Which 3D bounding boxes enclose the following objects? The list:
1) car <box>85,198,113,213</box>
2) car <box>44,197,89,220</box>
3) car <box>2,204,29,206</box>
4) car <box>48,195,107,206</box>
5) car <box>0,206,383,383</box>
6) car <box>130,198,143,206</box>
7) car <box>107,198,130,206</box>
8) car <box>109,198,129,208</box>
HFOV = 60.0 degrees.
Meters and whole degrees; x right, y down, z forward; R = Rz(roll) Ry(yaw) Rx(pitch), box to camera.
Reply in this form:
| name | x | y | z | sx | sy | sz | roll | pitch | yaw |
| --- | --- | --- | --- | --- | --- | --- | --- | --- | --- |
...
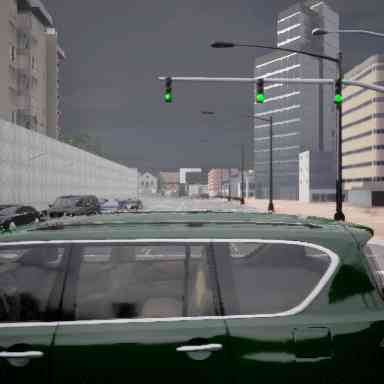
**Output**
| name | x | y | z | sx | sy | sz | roll | pitch | yaw |
| --- | --- | --- | --- | --- | --- | --- | --- | --- | --- |
| car | -10.618 | 1.505 | 38.321 | 1.837 | 1.490 | 4.892 | 0 | 0 | 0 |
| car | -10.618 | 1.352 | 28.503 | 2.097 | 1.767 | 4.553 | 0 | 0 | 0 |
| car | -10.612 | 1.505 | 19.435 | 1.837 | 1.490 | 4.892 | 0 | 0 | 0 |
| car | -7.109 | 1.221 | 20.068 | 2.150 | 2.045 | 5.566 | 0 | 0 | 0 |
| car | -0.984 | 1.233 | 3.145 | 5.566 | 2.045 | 2.150 | 0 | 0 | 0 |
| car | -7.116 | 1.491 | 40.051 | 2.128 | 1.511 | 4.902 | 0 | 0 | 0 |
| car | -7.117 | 1.526 | 29.708 | 1.812 | 1.442 | 4.674 | 0 | 0 | 0 |
| car | -10.586 | 1.601 | 48.381 | 1.895 | 1.301 | 4.718 | 0 | 0 | 0 |
